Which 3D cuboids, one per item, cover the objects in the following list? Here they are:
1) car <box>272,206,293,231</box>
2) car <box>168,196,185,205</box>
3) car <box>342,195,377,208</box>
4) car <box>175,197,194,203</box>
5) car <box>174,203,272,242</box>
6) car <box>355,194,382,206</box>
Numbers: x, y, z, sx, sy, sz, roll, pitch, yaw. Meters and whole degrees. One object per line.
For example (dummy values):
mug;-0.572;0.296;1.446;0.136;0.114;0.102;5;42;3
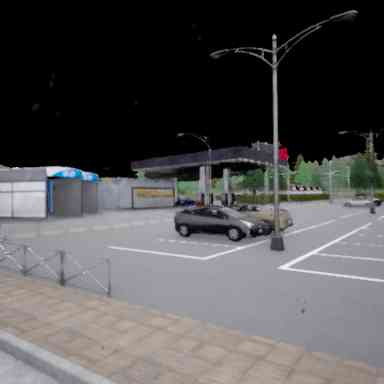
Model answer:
car;3.028;1.446;18.713;5.027;1.636;2.152;-1;-1;36
car;-3.567;1.966;76.059;1.905;1.878;3.866;-1;-1;36
car;23.159;1.473;46.431;3.806;1.475;1.970;-1;-1;36
car;-1.543;2.055;69.219;2.242;1.667;4.611;-1;-1;36
car;1.223;1.455;16.146;4.514;1.523;2.007;-1;-1;36
car;25.608;1.180;48.760;3.866;1.878;1.905;-1;-1;36
